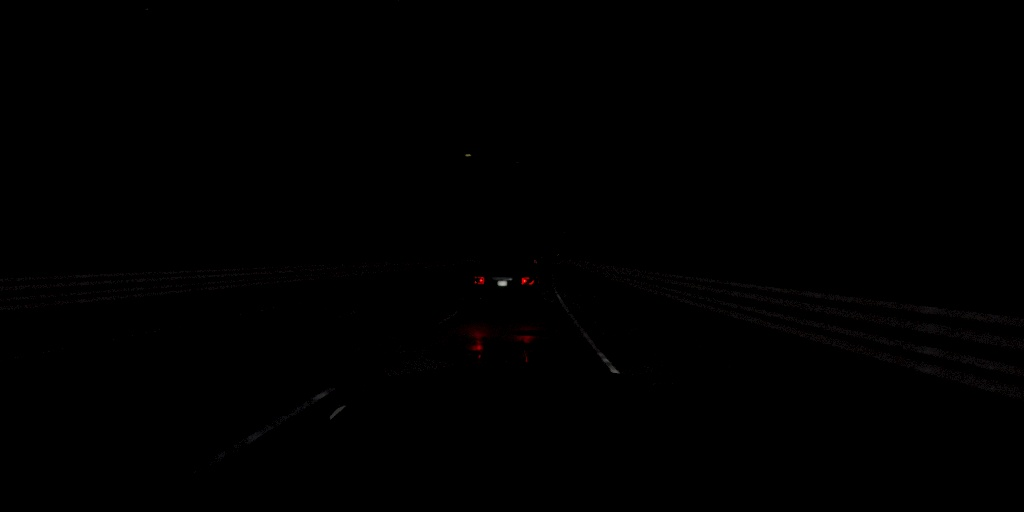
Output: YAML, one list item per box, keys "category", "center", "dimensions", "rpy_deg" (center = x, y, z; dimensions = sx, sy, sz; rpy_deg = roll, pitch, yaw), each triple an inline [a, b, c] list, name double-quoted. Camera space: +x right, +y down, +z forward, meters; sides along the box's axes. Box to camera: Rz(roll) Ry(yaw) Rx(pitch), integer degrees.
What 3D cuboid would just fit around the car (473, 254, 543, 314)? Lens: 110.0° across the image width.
- category: "car"
  center: [-0.025, 0.959, 13.981]
  dimensions: [2.150, 2.045, 5.566]
  rpy_deg: [0, 0, 6]
